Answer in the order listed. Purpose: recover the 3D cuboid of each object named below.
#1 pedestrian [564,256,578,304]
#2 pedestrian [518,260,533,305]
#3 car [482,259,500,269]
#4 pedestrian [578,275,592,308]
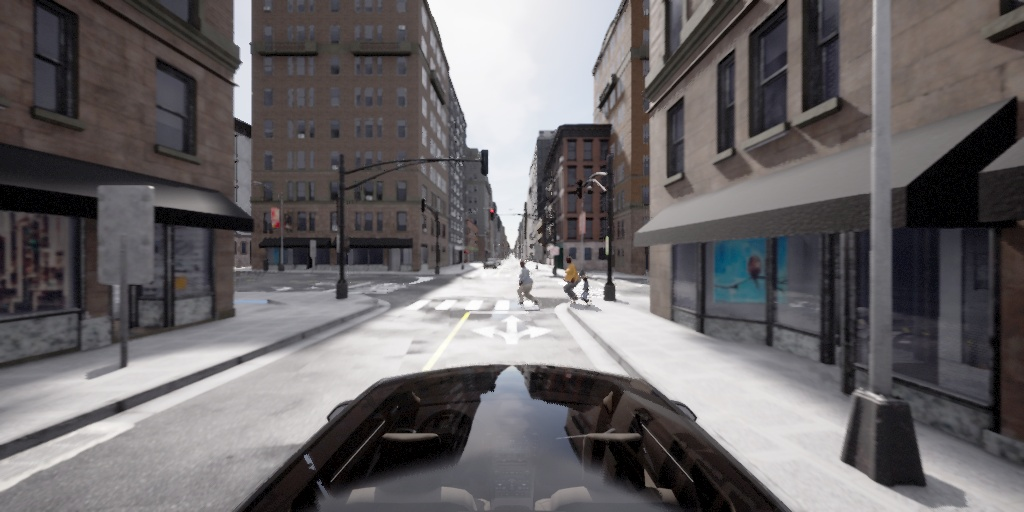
[{"bbox_3d":[2.226,0.860,13.320,0.375,1.860,0.375,0,0,0],"label":"pedestrian"},{"bbox_3d":[0.524,1.010,13.920,0.375,1.860,0.375,0,0,0],"label":"pedestrian"},{"bbox_3d":[-3.061,1.109,50.808,1.837,1.490,4.892,0,0,0],"label":"car"},{"bbox_3d":[2.637,0.859,12.668,0.375,1.860,0.375,0,0,0],"label":"pedestrian"}]
